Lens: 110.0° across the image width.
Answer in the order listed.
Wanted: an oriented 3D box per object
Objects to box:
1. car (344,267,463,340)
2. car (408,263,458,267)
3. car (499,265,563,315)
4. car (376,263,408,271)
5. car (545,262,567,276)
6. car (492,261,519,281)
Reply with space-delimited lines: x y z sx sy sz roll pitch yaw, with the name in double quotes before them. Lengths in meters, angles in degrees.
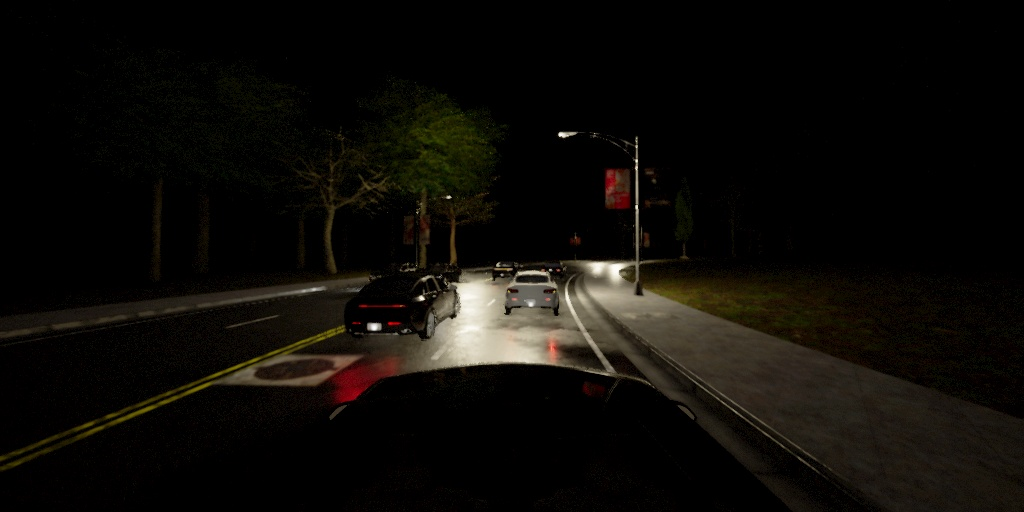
"car" -2.745 1.233 9.963 1.837 1.490 4.892 0 0 4
"car" -4.668 1.203 23.469 1.837 1.490 4.892 0 0 10
"car" 0.788 1.246 13.442 1.812 1.442 4.674 0 0 5
"car" -7.819 1.206 24.318 1.837 1.490 4.892 0 0 10
"car" 3.738 1.197 31.666 2.033 1.411 5.357 0 0 13
"car" -0.249 1.165 28.410 2.128 1.511 4.902 0 0 11
